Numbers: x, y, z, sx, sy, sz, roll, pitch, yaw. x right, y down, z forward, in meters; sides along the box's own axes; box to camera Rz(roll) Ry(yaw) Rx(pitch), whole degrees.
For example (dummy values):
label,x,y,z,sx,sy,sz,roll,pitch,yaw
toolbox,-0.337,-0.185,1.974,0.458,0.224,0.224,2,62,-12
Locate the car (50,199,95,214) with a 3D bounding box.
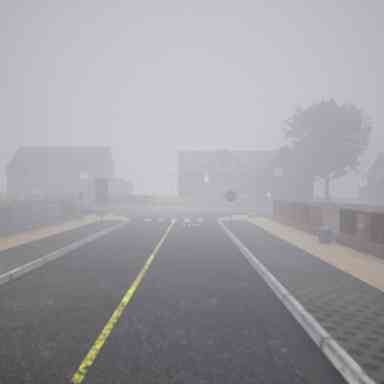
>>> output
label,x,y,z,sx,sy,sz,roll,pitch,yaw
car,-11.503,1.379,30.794,4.902,1.511,2.128,2,1,-1
